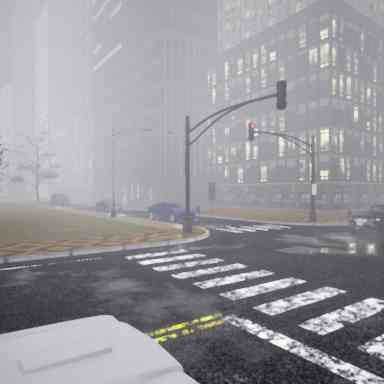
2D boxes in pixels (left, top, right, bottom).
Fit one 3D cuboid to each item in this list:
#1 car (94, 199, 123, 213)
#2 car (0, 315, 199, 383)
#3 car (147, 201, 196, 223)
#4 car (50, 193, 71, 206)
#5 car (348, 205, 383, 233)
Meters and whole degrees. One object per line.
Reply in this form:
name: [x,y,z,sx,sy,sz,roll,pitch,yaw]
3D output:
car: [-9.166,1.493,36.536,2.128,1.511,4.902,0,0,-35]
car: [-2.177,1.601,1.891,4.718,1.301,1.895,0,0,-36]
car: [-1.653,1.481,25.864,1.882,1.535,5.008,0,0,-36]
car: [-21.499,1.209,54.227,2.150,2.045,5.566,0,0,-35]
car: [11.167,1.497,19.606,4.902,1.511,2.128,0,0,-35]
